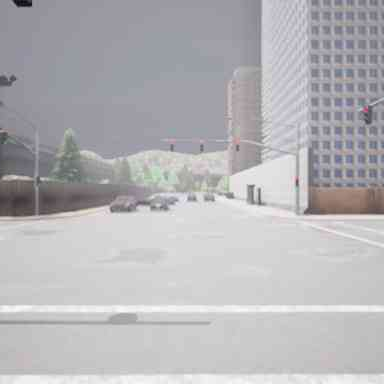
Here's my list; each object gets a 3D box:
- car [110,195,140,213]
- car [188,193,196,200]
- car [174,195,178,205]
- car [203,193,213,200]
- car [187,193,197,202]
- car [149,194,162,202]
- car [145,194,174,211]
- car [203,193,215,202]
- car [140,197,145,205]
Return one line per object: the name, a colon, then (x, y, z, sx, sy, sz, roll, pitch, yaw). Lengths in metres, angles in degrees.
car: (-7.095, 1.187, 34.622, 2.097, 1.767, 4.553, 0, 0, 0)
car: (-0.004, 0.965, 75.594, 1.837, 1.490, 4.892, 0, 0, 0)
car: (-3.584, 1.327, 49.027, 1.994, 1.385, 4.181, 0, 0, 0)
car: (3.496, 1.005, 75.593, 2.033, 1.411, 5.357, 0, 0, 0)
car: (-0.004, 1.164, 65.372, 1.882, 1.535, 5.008, 0, 0, 0)
car: (-7.028, 1.167, 64.613, 1.882, 1.535, 5.008, 0, 0, 1)
car: (-3.590, 1.311, 37.581, 2.128, 1.511, 4.902, 0, 0, 0)
car: (3.496, 1.191, 65.372, 1.837, 1.490, 4.892, 0, 0, 0)
car: (-7.088, 1.370, 48.115, 1.895, 1.301, 4.718, 0, 0, 0)
